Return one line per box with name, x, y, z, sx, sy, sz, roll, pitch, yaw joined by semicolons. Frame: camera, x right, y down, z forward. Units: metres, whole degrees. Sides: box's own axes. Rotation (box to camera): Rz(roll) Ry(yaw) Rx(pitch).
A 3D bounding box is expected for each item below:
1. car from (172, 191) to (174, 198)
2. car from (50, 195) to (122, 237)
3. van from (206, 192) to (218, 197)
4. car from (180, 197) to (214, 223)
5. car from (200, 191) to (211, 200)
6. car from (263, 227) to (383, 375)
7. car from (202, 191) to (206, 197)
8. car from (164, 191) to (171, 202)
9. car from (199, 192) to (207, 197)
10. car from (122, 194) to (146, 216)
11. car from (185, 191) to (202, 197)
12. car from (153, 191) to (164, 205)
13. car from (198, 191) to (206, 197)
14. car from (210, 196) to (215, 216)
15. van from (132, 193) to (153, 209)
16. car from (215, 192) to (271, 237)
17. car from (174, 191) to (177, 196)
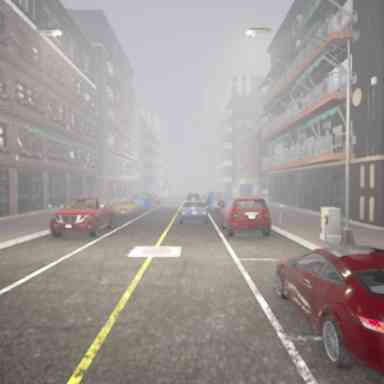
car;-5.206;0.782;67.646;1.947;1.339;4.313;-1;1;0
car;-5.298;1.118;16.784;2.192;1.841;5.009;-1;1;0
van;2.612;0.950;33.698;1.690;1.788;3.998;-1;1;0
car;0.138;1.284;22.551;2.033;1.411;5.357;0;1;0
car;2.673;0.656;67.684;1.967;1.590;4.097;-1;1;0
car;2.566;1.518;5.382;1.802;1.307;4.206;-1;1;0
car;2.622;0.858;39.362;2.192;1.841;5.009;-1;1;0
car;-5.226;0.897;56.344;2.008;1.369;4.403;-1;1;0
car;2.705;0.602;84.677;1.802;1.307;4.206;-1;1;0
car;-5.276;1.200;27.919;1.752;1.417;4.829;-1;1;0
car;0.173;0.868;41.648;2.097;1.767;4.553;0;1;0
car;-5.247;0.917;45.040;1.967;1.590;4.097;-1;1;0
car;2.714;0.499;90.341;1.887;1.381;4.507;-1;1;0
car;2.605;1.256;28.037;1.802;1.307;4.206;-1;1;0
van;-5.268;0.949;33.738;1.690;1.788;3.998;-1;1;0
car;2.582;1.120;16.706;2.192;1.841;5.009;-1;1;0
car;-5.187;0.613;78.777;1.752;1.417;4.829;-1;1;0
